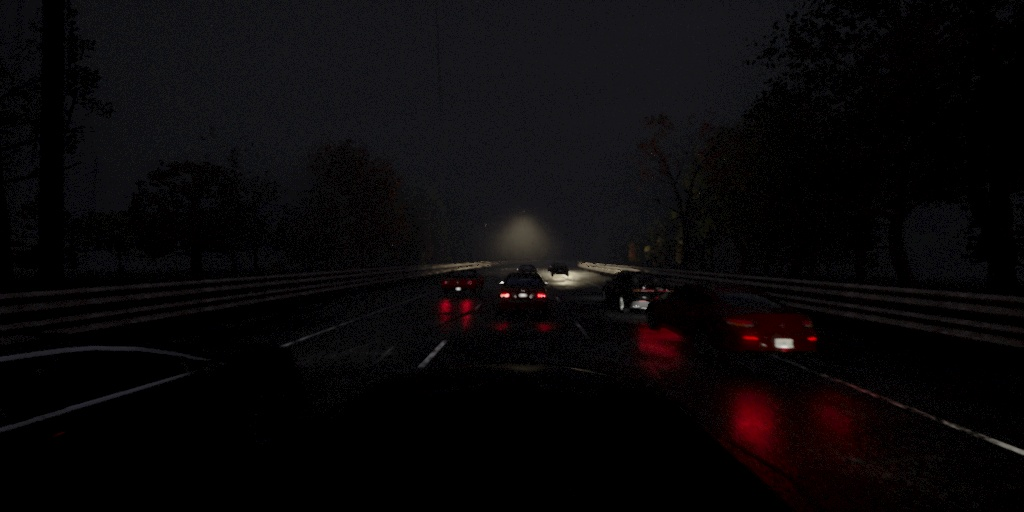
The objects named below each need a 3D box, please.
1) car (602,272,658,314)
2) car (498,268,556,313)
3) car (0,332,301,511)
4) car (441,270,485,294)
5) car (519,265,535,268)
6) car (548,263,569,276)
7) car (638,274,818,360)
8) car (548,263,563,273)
[{"bbox_3d":[4.905,1.351,14.332,1.837,1.490,4.892,0,0,2],"label":"car"},{"bbox_3d":[0.468,1.376,14.433,2.033,1.411,5.357,0,0,2],"label":"car"},{"bbox_3d":[-3.397,1.231,2.207,2.128,1.511,4.902,0,0,1],"label":"car"},{"bbox_3d":[-2.740,1.460,21.223,1.895,1.301,4.718,0,0,3],"label":"car"},{"bbox_3d":[1.397,1.499,32.940,2.033,1.411,5.357,0,0,4],"label":"car"},{"bbox_3d":[5.425,1.501,41.136,1.882,1.535,5.008,0,-1,5],"label":"car"},{"bbox_3d":[4.701,1.334,8.411,1.812,1.442,4.674,0,0,2],"label":"car"},{"bbox_3d":[6.202,1.667,51.845,1.994,1.385,4.181,0,0,5],"label":"car"}]
